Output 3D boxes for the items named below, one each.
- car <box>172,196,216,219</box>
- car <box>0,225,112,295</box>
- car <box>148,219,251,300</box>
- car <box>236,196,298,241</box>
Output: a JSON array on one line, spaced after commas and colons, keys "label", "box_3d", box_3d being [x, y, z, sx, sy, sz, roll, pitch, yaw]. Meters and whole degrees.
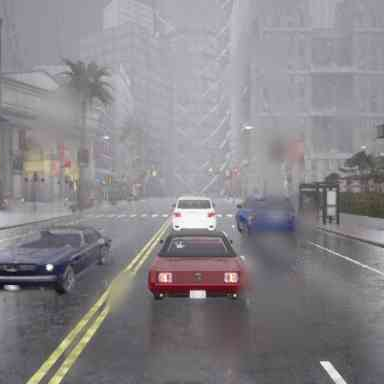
[{"label": "car", "box_3d": [0.107, 1.221, 18.123, 2.150, 2.045, 5.566, 0, 0, 0]}, {"label": "car", "box_3d": [-3.591, 1.601, 8.848, 1.895, 1.301, 4.718, 0, 0, 0]}, {"label": "car", "box_3d": [0.109, 1.601, 8.356, 1.895, 1.301, 4.718, 0, 0, 0]}, {"label": "car", "box_3d": [3.607, 1.222, 16.888, 2.150, 2.045, 5.566, 0, 0, 0]}]
